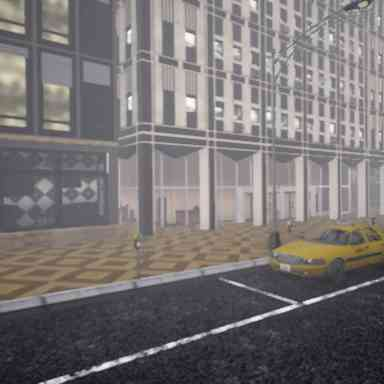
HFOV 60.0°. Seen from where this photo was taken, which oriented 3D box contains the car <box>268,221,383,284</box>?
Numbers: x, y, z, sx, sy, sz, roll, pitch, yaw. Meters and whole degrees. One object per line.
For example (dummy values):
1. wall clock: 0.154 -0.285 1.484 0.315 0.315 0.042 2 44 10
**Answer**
1. car: 4.254 1.534 9.573 4.829 1.417 1.752 0 -1 -36
